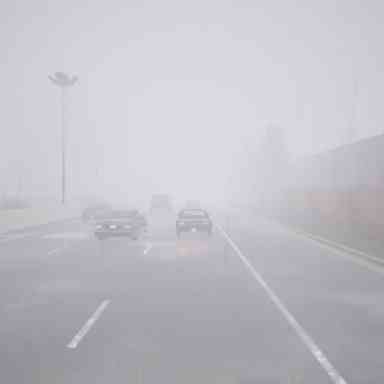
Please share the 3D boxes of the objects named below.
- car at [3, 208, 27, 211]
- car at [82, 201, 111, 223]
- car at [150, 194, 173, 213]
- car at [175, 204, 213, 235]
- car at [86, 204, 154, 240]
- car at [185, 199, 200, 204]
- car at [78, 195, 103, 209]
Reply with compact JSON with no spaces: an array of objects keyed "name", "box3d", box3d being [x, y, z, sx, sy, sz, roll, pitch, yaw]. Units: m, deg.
[{"name":"car","box3d":[-17.586,1.499,32.115,2.128,1.511,4.902,0,0,0]},{"name":"car","box3d":[-6.904,1.498,25.490,2.128,1.511,4.902,0,0,0]},{"name":"car","box3d":[-3.418,1.230,37.305,2.150,2.045,5.566,0,0,-1]},{"name":"car","box3d":[0.098,1.605,18.829,1.895,1.301,4.718,0,0,0]},{"name":"car","box3d":[-3.402,1.551,16.819,2.033,1.411,5.357,0,0,0]},{"name":"car","box3d":[0.095,1.573,41.002,1.994,1.385,4.181,0,0,0]},{"name":"car","box3d":[-14.040,1.362,46.373,2.097,1.767,4.553,0,0,1]}]
